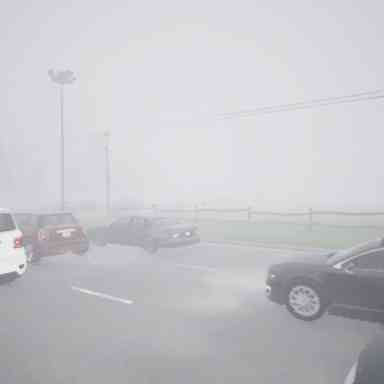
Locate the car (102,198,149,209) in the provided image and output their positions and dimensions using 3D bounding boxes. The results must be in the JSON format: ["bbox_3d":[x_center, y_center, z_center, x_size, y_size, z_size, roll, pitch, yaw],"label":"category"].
[{"bbox_3d":[-7.757,1.849,39.189,1.837,1.490,4.892,-1,0,36],"label":"car"}]

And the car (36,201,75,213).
[{"bbox_3d":[-19.298,2.015,47.107,1.837,1.490,4.892,-1,0,35],"label":"car"}]

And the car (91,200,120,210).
[{"bbox_3d":[-14.051,2.073,54.307,1.994,1.385,4.181,-1,0,37],"label":"car"}]

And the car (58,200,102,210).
[{"bbox_3d":[-14.077,1.779,42.371,2.097,1.767,4.553,-1,0,35],"label":"car"}]

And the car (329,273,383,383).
[{"bbox_3d":[3.297,1.579,1.638,4.718,1.301,1.895,-1,0,36],"label":"car"}]

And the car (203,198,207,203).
[{"bbox_3d":[5.011,1.774,68.375,2.097,1.767,4.553,-1,0,36],"label":"car"}]

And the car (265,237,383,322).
[{"bbox_3d":[3.677,1.509,5.667,4.892,1.490,1.837,0,0,36],"label":"car"}]

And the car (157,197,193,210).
[{"bbox_3d":[-2.313,1.869,46.666,1.812,1.442,4.674,-1,0,36],"label":"car"}]

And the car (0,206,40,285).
[{"bbox_3d":[-6.539,1.346,8.626,5.566,2.045,2.150,0,0,36],"label":"car"}]

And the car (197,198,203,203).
[{"bbox_3d":[2.296,1.967,76.518,1.882,1.535,5.008,-1,0,36],"label":"car"}]

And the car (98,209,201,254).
[{"bbox_3d":[-2.194,1.665,14.125,5.357,1.411,2.033,-1,0,36],"label":"car"}]

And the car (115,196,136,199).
[{"bbox_3d":[-9.039,1.779,49.327,2.097,1.767,4.553,-1,-1,36],"label":"car"}]

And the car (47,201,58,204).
[{"bbox_3d":[-16.711,1.973,44.706,1.837,1.490,4.892,-1,0,36],"label":"car"}]

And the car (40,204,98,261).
[{"bbox_3d":[-5.984,1.494,12.533,4.553,1.767,2.097,-1,-1,36],"label":"car"}]

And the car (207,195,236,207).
[{"bbox_3d":[5.505,1.565,57.344,2.150,2.045,5.566,-1,-1,36],"label":"car"}]

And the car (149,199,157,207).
[{"bbox_3d":[-6.674,2.033,64.328,1.812,1.442,4.674,-1,-1,37],"label":"car"}]

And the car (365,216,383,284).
[{"bbox_3d":[6.923,1.462,7.653,5.008,1.535,1.882,-1,0,36],"label":"car"}]

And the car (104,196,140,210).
[{"bbox_3d":[-11.022,1.684,52.549,2.150,2.045,5.566,-1,0,36],"label":"car"}]

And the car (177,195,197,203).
[{"bbox_3d":[-1.967,1.688,64.841,2.150,2.045,5.566,-1,-1,37],"label":"car"}]
